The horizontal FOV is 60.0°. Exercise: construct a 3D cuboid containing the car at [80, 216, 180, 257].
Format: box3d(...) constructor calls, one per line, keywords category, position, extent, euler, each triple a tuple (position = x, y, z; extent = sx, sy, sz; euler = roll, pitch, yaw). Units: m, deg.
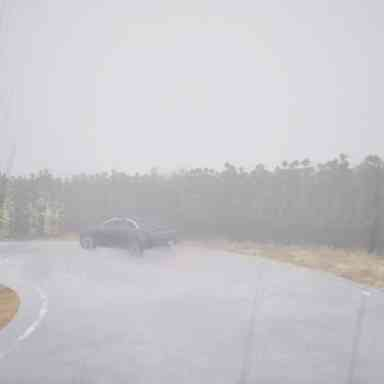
box3d(category="car", position=(-2.745, 1.754, 14.045), extent=(4.902, 1.511, 2.128), euler=(-1, -2, 37))
